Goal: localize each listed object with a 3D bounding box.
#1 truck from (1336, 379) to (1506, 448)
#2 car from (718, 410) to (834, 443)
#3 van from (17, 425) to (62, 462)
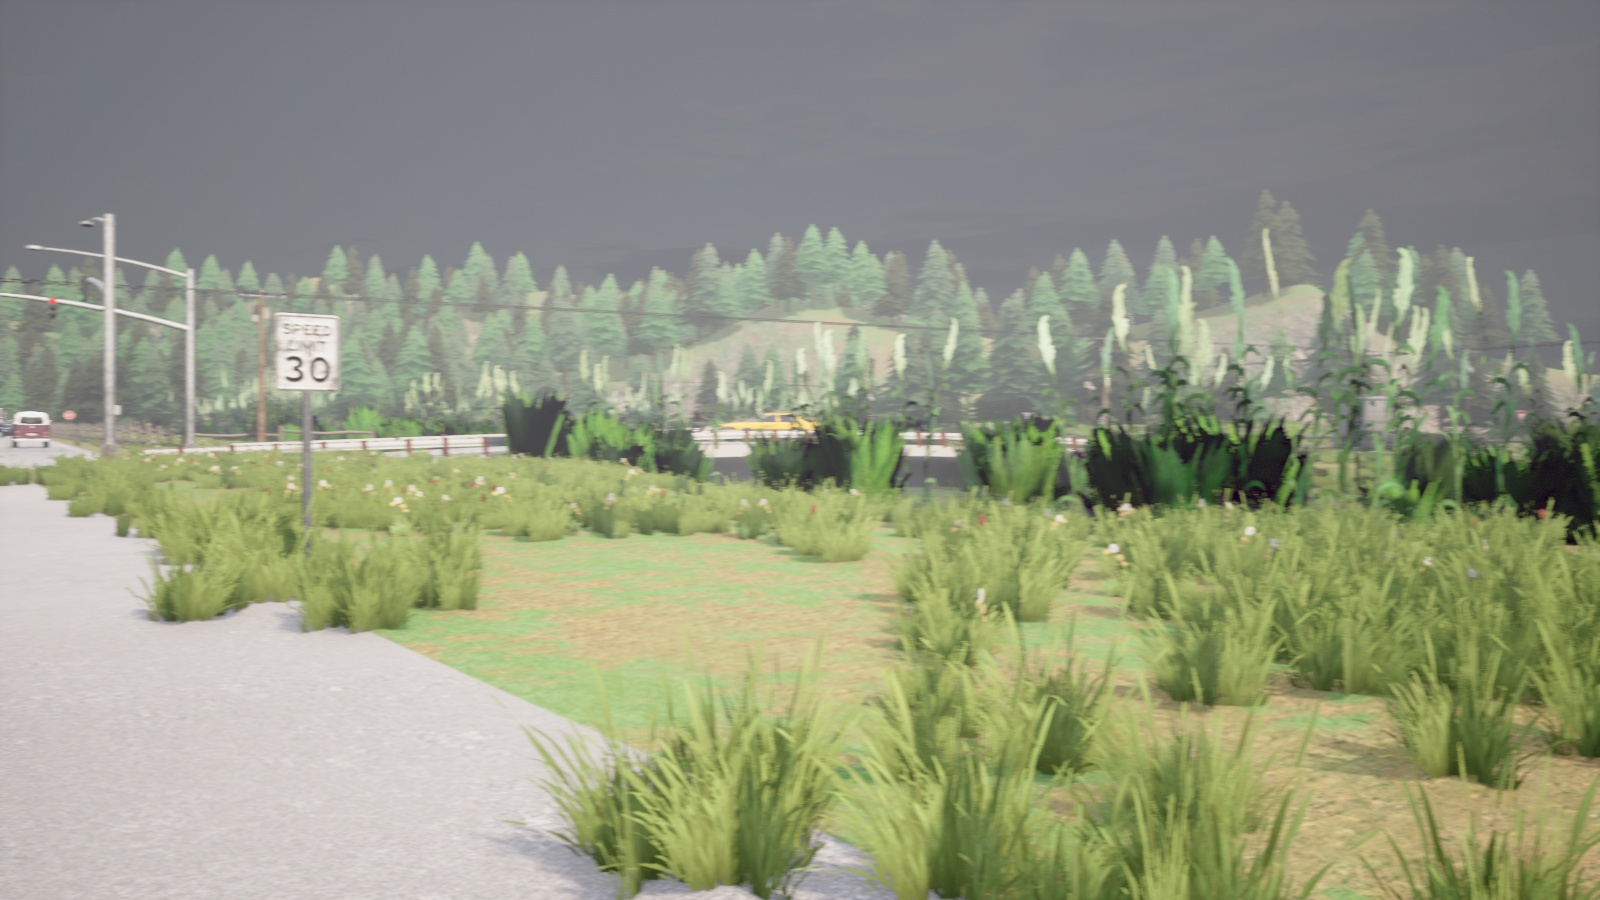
[{"bbox_3d":[33.129,-1.890,67.347,2.891,3.462,7.936,-1,1,-29],"label":"truck"},{"bbox_3d":[-1.163,-1.154,60.940,5.366,1.575,1.801,-1,1,-28],"label":"car"},{"bbox_3d":[-43.757,-0.377,72.243,2.069,2.038,4.480,-1,1,-33],"label":"van"}]
